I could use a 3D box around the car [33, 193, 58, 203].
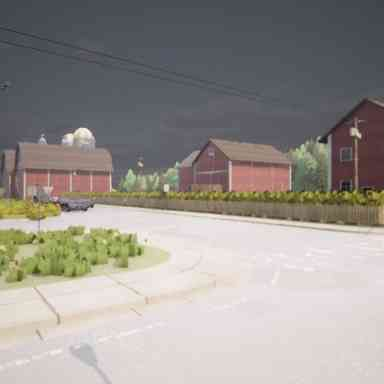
[{"bbox_3d":[-22.307,1.115,49.805,2.150,2.045,5.566,0,0,-36],"label":"car"}]

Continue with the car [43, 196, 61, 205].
[{"bbox_3d":[-25.338,1.453,59.987,1.882,1.535,5.008,0,0,-36],"label":"car"}]

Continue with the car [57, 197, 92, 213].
[{"bbox_3d":[-13.086,1.544,36.873,1.994,1.385,4.181,0,0,-36],"label":"car"}]

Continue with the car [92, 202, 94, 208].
[{"bbox_3d":[-15.022,1.539,45.783,1.994,1.385,4.181,0,0,-35],"label":"car"}]

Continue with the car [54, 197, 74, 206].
[{"bbox_3d":[-20.720,1.539,53.589,1.994,1.385,4.181,0,0,-36],"label":"car"}]
